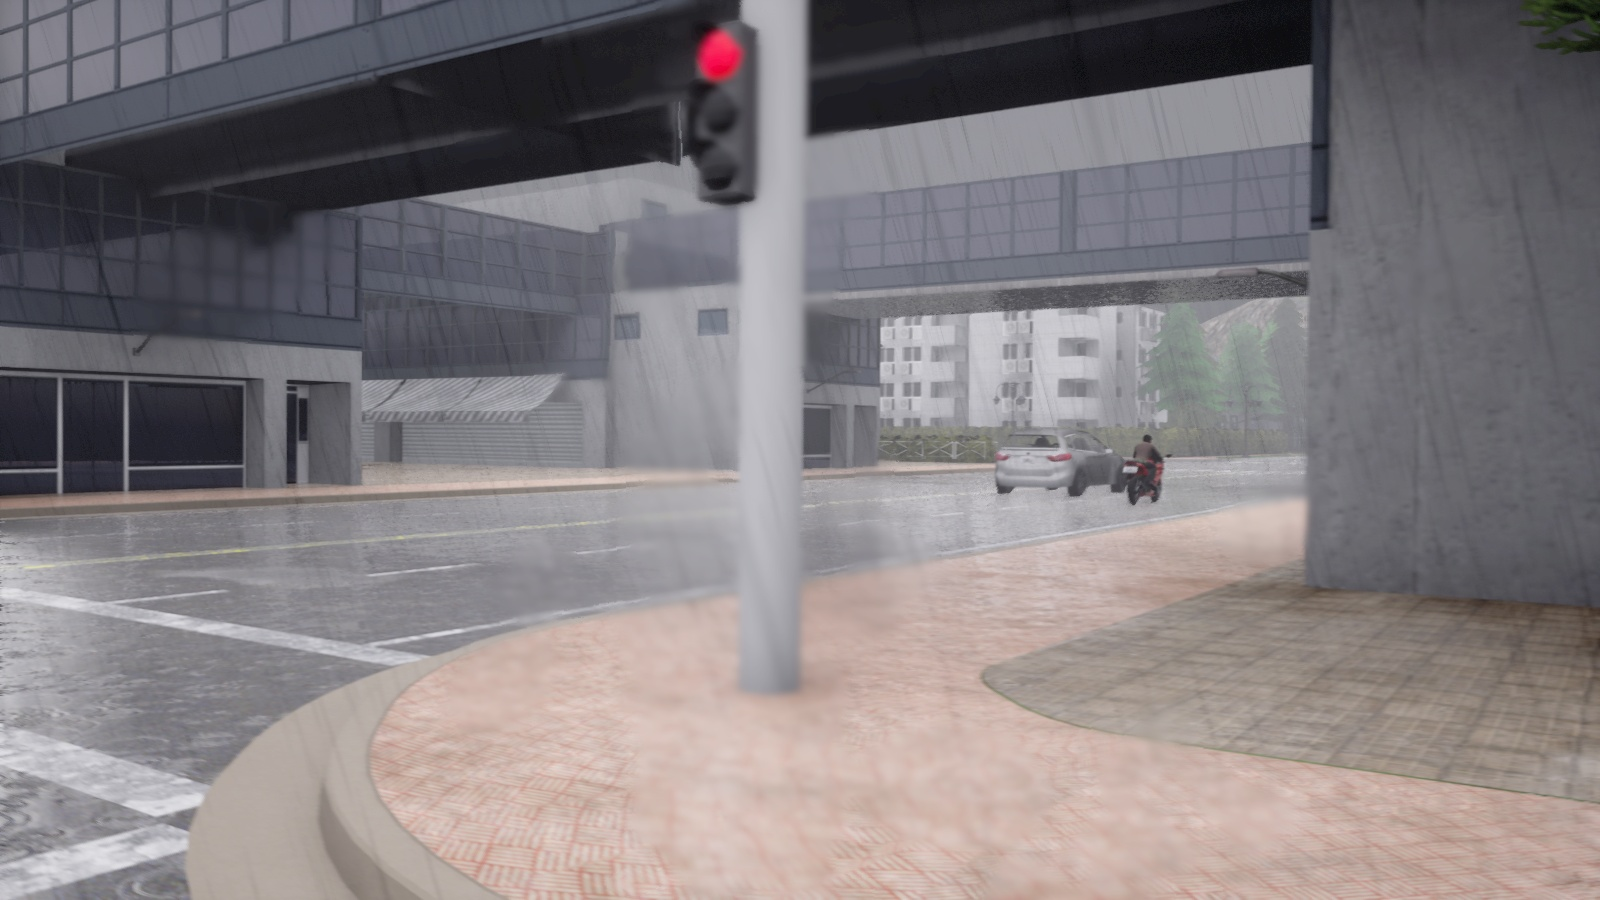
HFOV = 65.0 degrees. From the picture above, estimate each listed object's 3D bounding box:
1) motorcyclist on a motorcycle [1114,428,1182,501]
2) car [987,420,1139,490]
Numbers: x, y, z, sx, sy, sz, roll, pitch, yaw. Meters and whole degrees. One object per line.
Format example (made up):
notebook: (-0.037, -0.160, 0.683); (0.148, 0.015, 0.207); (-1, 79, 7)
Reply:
motorcyclist on a motorcycle: (7.559, 0.286, 27.194); (0.797, 1.523, 2.044); (0, 1, 34)
car: (6.876, 0.088, 32.432); (2.242, 1.667, 4.611); (0, 1, 34)
